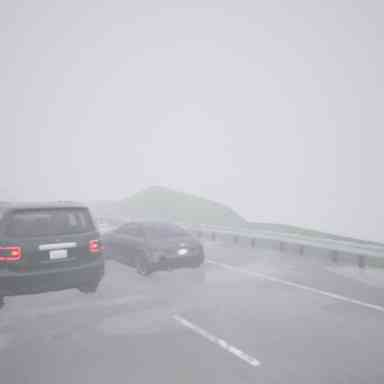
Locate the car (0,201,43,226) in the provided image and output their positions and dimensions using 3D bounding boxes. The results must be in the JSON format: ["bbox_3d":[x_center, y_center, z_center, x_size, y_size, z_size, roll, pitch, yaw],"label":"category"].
[{"bbox_3d":[-13.066,1.517,24.874,2.128,1.511,4.902,0,0,-42],"label":"car"}]

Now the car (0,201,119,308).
[{"bbox_3d":[-4.008,1.230,8.231,2.150,2.045,5.566,0,0,-36],"label":"car"}]

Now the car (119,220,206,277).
[{"bbox_3d":[-1.433,1.579,10.569,1.994,1.385,4.181,0,0,-36],"label":"car"}]
